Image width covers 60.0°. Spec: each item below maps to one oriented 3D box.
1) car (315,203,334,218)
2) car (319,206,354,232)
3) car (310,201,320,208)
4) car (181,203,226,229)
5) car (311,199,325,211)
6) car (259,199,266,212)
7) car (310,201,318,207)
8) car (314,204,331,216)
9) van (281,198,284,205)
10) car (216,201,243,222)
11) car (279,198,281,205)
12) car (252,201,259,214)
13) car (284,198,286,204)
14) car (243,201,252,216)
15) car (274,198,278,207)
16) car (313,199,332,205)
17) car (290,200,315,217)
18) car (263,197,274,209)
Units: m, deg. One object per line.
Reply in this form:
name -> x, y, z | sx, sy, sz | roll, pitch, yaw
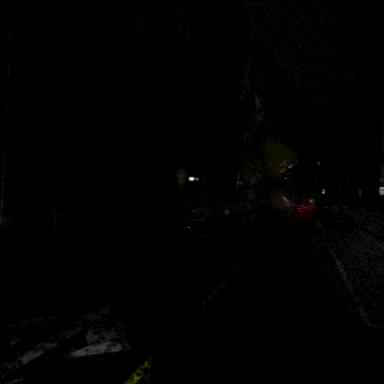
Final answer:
car -> 14.133, 2.170, 34.611 | 1.887, 1.381, 4.507 | 3, 0, 19
car -> 10.520, 2.028, 23.928 | 1.947, 1.339, 4.313 | 3, 0, 19
car -> 28.577, 2.910, 77.339 | 1.802, 1.307, 4.206 | 3, 0, 19
car -> 0.649, 1.558, 21.325 | 1.802, 1.307, 4.206 | 3, 0, 19
car -> 23.175, 2.367, 61.317 | 2.192, 1.841, 5.009 | 3, 0, 19
car -> 7.875, 1.868, 42.692 | 1.947, 1.339, 4.313 | 3, 0, 19
car -> 32.190, 3.067, 88.022 | 1.887, 1.381, 4.507 | 3, 0, 19
car -> 17.744, 2.361, 45.293 | 1.947, 1.339, 4.313 | 3, 0, 19
van -> 20.528, 2.262, 80.084 | 1.690, 1.788, 3.998 | 3, 0, 19
car -> 2.463, 1.495, 26.666 | 1.967, 1.590, 4.097 | 3, 0, 19
car -> 16.905, 2.313, 69.400 | 1.802, 1.307, 4.206 | 3, 0, 19
car -> 6.017, 1.741, 37.188 | 1.752, 1.417, 4.829 | 3, 0, 19
car -> 22.328, 2.458, 85.426 | 1.967, 1.590, 4.097 | 3, 0, 19
car -> 4.262, 1.717, 32.008 | 1.802, 1.307, 4.206 | 3, 0, 19
car -> 13.307, 1.874, 58.717 | 2.192, 1.841, 5.009 | 3, 0, 19
car -> 15.951, 2.025, 39.952 | 2.192, 1.841, 5.009 | 3, 0, 19
car -> 12.753, 2.043, 38.522 | 2.128, 1.511, 4.902 | 3, 0, 18
car -> 11.488, 2.017, 53.375 | 1.887, 1.381, 4.507 | 3, 0, 19
